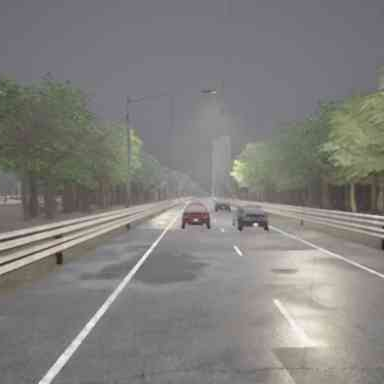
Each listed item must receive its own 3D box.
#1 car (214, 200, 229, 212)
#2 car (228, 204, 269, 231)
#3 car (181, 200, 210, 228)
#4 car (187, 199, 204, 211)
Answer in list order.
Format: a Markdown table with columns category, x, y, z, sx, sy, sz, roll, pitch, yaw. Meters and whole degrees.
| category | x | y | z | sx | sy | sz | roll | pitch | yaw |
| --- | --- | --- | --- | --- | --- | --- | --- | --- | --- |
| car | 3.963 | 1.788 | 44.388 | 1.882 | 1.535 | 5.008 | 0 | 0 | 1 |
| car | 3.758 | 1.662 | 21.945 | 1.837 | 1.490 | 4.892 | 0 | 0 | 1 |
| car | 0.275 | 1.626 | 23.560 | 1.882 | 1.535 | 5.008 | 0 | 0 | 1 |
| car | 0.477 | 1.795 | 45.867 | 2.128 | 1.511 | 4.902 | 0 | 0 | 1 |
